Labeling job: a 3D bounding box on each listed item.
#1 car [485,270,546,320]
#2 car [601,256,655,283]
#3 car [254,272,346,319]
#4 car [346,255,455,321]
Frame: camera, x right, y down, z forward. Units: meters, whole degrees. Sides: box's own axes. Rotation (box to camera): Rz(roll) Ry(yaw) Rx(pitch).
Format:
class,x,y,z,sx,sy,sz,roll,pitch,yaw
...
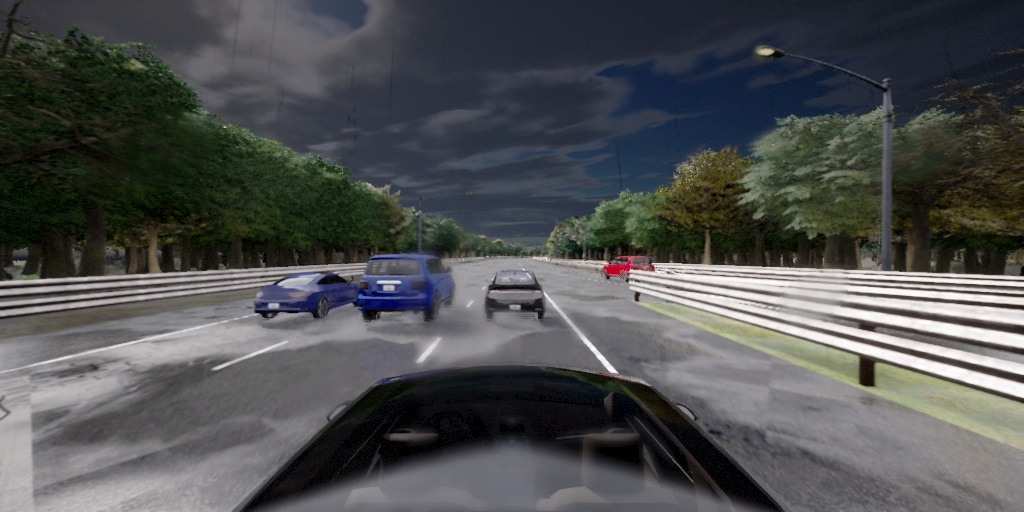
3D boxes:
class,x,y,z,sx,sy,sz,roll,pitch,yaw
car,0.096,1.244,12.617,2.128,1.511,4.902,0,0,0
car,9.234,1.041,28.935,2.150,2.045,5.566,0,0,-11
car,-6.905,1.278,12.689,1.812,1.442,4.674,0,0,0
car,-3.418,0.974,12.564,2.150,2.045,5.566,0,0,-1
